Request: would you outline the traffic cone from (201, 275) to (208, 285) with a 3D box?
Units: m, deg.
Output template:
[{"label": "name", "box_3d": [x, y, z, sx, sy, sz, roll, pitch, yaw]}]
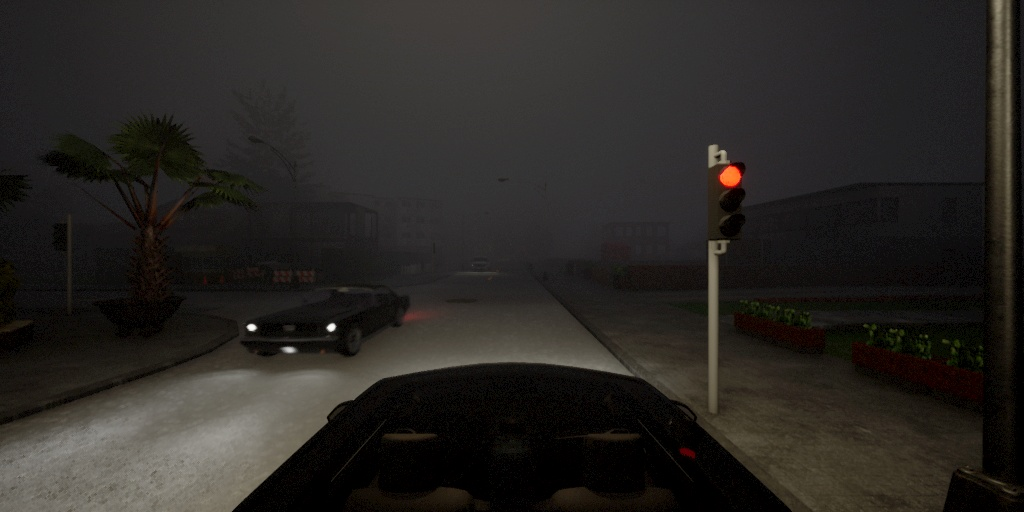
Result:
[{"label": "traffic cone", "box_3d": [-20.317, 1.581, 23.744, 0.344, 0.586, 0.344, 0, 0, 0]}]

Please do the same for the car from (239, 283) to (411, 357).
[{"label": "car", "box_3d": [-3.999, 1.370, 8.646, 1.895, 1.301, 4.718, 0, 0, 0]}]

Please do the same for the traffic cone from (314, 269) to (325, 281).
[{"label": "traffic cone", "box_3d": [-15.750, 1.541, 29.348, 0.344, 0.586, 0.344, 0, 0, 0]}]

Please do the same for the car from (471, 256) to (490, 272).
[{"label": "car", "box_3d": [-3.998, 1.054, 46.267, 2.150, 2.045, 5.566, 0, 1, 0]}]

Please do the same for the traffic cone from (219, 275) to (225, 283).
[{"label": "traffic cone", "box_3d": [-19.797, 1.552, 24.464, 0.344, 0.586, 0.344, 0, 0, 0]}]
